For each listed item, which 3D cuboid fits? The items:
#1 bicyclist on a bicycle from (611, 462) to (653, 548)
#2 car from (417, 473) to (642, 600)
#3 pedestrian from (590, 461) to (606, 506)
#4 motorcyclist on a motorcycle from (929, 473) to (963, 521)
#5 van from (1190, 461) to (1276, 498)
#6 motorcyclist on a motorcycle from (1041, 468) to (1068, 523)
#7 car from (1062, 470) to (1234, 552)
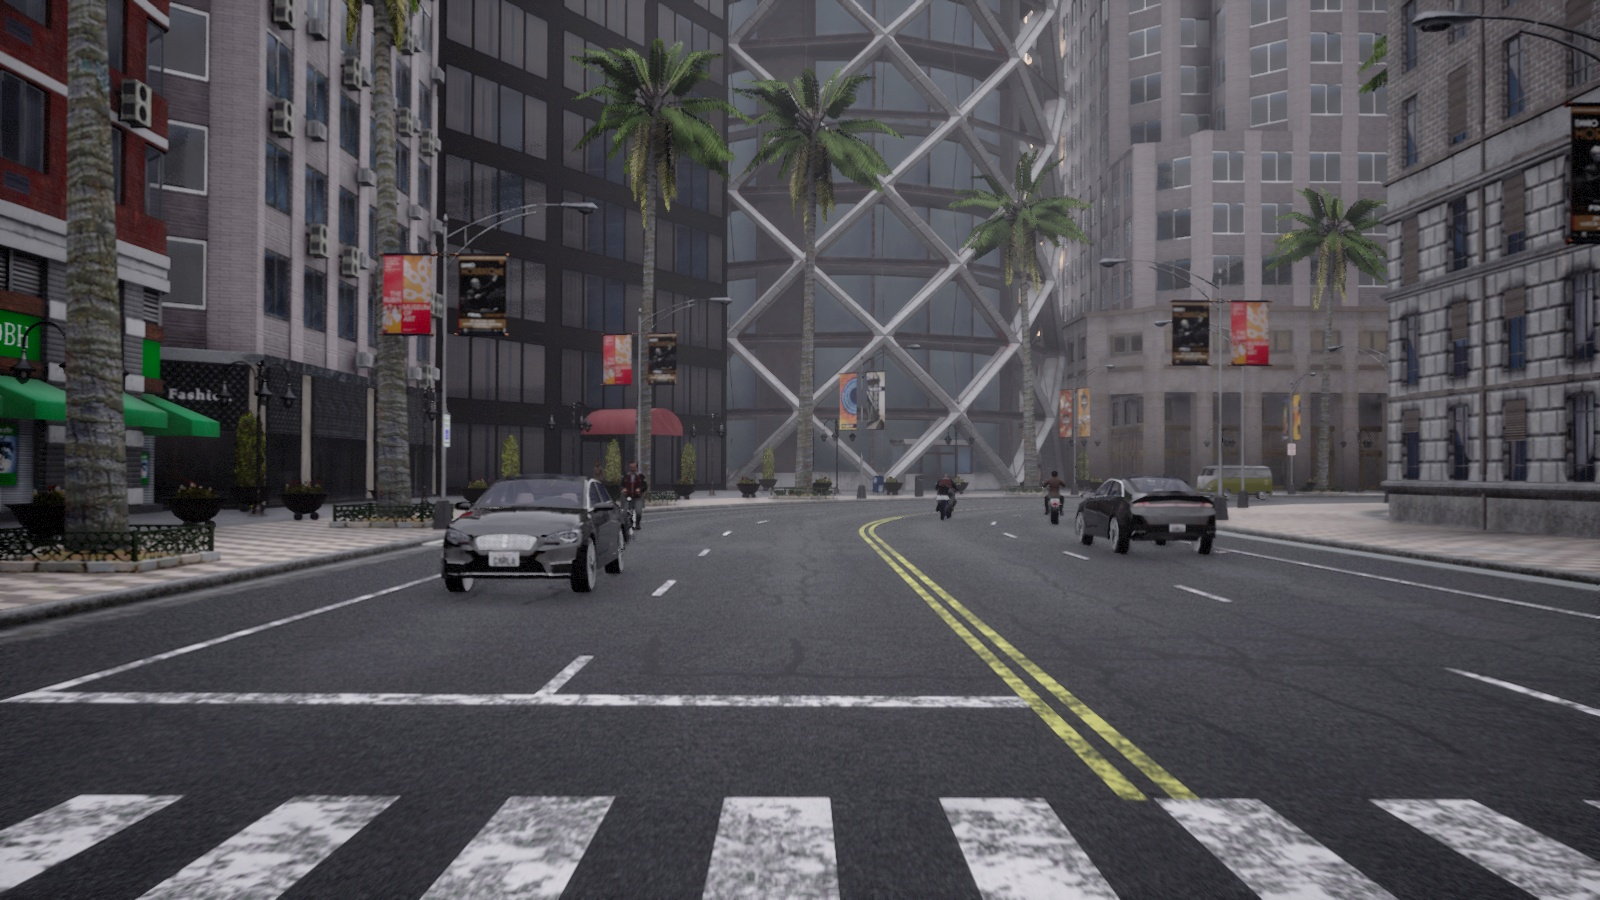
[{"bbox_3d":[-3.561,1.145,26.724,0.659,1.776,1.843,0,-1,0],"label":"bicyclist on a bicycle"},{"bbox_3d":[-3.558,1.078,17.528,2.128,1.511,4.902,0,-1,-1],"label":"car"},{"bbox_3d":[-8.314,1.365,51.617,0.331,1.846,0.634,-1,-1,26],"label":"pedestrian"},{"bbox_3d":[4.828,1.519,41.352,0.866,1.530,2.191,0,-1,13],"label":"motorcyclist on a motorcycle"},{"bbox_3d":[24.462,1.652,70.950,4.442,1.987,1.775,0,-1,-22],"label":"van"},{"bbox_3d":[7.813,1.377,38.613,0.766,1.649,2.350,0,-1,11],"label":"motorcyclist on a motorcycle"},{"bbox_3d":[6.937,1.171,25.649,2.128,1.511,4.902,0,-1,0],"label":"car"}]
